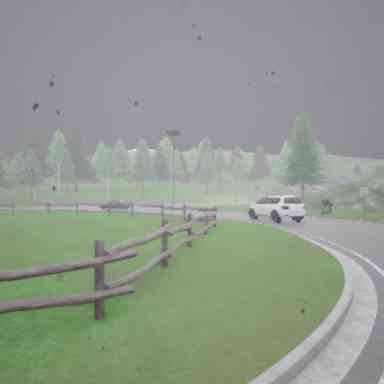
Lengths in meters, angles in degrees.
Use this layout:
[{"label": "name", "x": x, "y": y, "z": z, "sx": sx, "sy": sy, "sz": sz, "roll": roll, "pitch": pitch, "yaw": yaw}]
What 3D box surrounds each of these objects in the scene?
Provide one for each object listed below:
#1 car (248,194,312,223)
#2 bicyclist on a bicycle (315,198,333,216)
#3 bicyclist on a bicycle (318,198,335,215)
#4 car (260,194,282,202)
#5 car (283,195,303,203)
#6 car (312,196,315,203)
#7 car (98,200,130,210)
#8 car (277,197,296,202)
[{"label": "car", "x": 6.622, "y": 1.319, "z": 26.508, "sx": 2.150, "sy": 2.045, "sz": 5.566, "roll": 0, "pitch": -1, "yaw": -20}, {"label": "bicyclist on a bicycle", "x": 12.618, "y": 1.396, "z": 31.777, "sx": 1.656, "sy": 1.620, "sz": 0.582, "roll": 0, "pitch": 0, "yaw": -26}, {"label": "bicyclist on a bicycle", "x": 12.828, "y": 1.393, "z": 31.333, "sx": 1.656, "sy": 1.620, "sz": 0.582, "roll": 0, "pitch": 0, "yaw": -25}, {"label": "car", "x": 20.250, "y": 1.542, "z": 84.851, "sx": 5.566, "sy": 2.045, "sz": 2.150, "roll": 0, "pitch": 0, "yaw": -33}, {"label": "car", "x": 24.081, "y": 1.624, "z": 78.991, "sx": 4.553, "sy": 1.767, "sz": 2.097, "roll": 0, "pitch": 0, "yaw": -33}, {"label": "car", "x": 25.972, "y": 1.601, "z": 76.046, "sx": 4.553, "sy": 1.767, "sz": 2.097, "roll": 0, "pitch": 0, "yaw": -33}, {"label": "car", "x": -11.187, "y": 1.817, "z": 47.776, "sx": 4.674, "sy": 1.442, "sz": 1.812, "roll": 0, "pitch": 0, "yaw": 21}, {"label": "car", "x": 23.418, "y": 1.874, "z": 82.722, "sx": 4.718, "sy": 1.301, "sz": 1.895, "roll": 0, "pitch": 0, "yaw": -33}]
